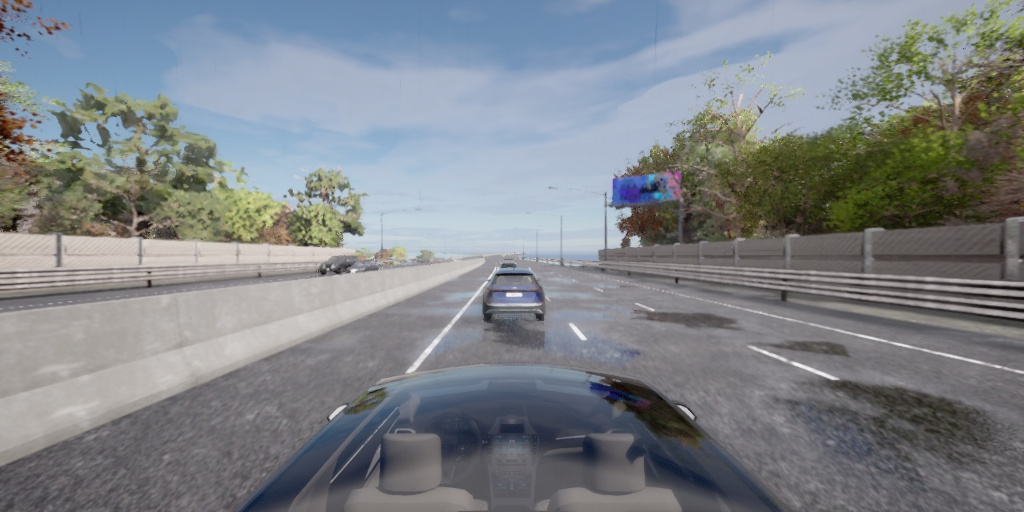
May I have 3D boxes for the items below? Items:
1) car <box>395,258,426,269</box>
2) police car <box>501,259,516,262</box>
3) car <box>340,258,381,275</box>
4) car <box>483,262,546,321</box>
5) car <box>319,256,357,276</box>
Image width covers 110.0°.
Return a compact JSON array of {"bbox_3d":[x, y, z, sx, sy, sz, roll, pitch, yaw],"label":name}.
[{"bbox_3d":[-10.991,1.238,38.029,2.128,1.511,4.902,0,0,-1],"label":"car"},{"bbox_3d":[-0.430,1.167,43.871,1.930,1.638,5.238,0,0,-1],"label":"police car"},{"bbox_3d":[-14.436,1.241,35.116,2.128,1.511,4.902,0,0,-1],"label":"car"},{"bbox_3d":[0.053,1.179,12.530,2.033,1.649,4.856,0,0,0],"label":"car"},{"bbox_3d":[-17.983,0.969,37.671,2.150,2.045,5.566,0,0,-1],"label":"car"}]
